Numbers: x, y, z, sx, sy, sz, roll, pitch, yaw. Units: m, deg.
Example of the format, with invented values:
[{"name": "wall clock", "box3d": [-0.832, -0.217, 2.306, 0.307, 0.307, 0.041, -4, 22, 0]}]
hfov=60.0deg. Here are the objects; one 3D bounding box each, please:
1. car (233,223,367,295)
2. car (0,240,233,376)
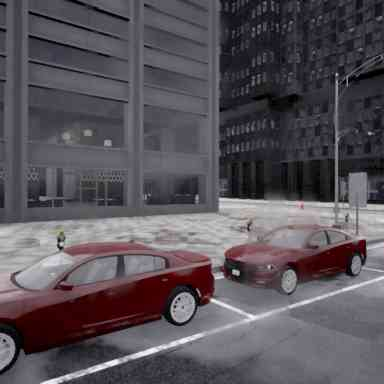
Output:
[{"name": "car", "box3d": [2.797, 1.545, 8.702, 4.507, 1.381, 1.887, 0, 0, -36]}, {"name": "car", "box3d": [-1.684, 1.545, 5.470, 4.507, 1.381, 1.887, 0, 0, -36]}]
